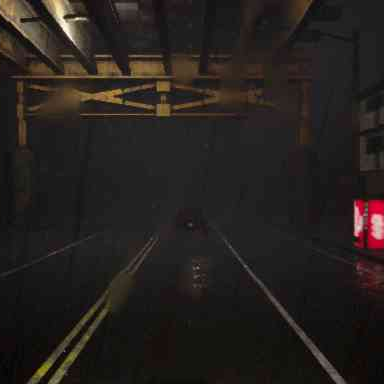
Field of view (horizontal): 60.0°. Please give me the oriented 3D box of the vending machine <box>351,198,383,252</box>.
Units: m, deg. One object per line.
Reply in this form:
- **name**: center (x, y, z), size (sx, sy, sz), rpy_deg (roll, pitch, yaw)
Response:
- **vending machine**: center (7.262, 1.301, 13.574), size (1.100, 2.100, 0.880), rpy_deg (1, 0, -1)

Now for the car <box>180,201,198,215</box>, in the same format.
- **car**: center (-0.327, 1.888, 40.106), size (2.033, 1.411, 5.357), rpy_deg (0, 0, -1)

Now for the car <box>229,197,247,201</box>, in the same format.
- **car**: center (12.325, 1.742, 86.364), size (4.974, 1.542, 2.038), rpy_deg (0, 0, -21)

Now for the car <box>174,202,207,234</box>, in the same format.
- **car**: center (-0.117, 1.662, 20.781), size (1.882, 1.535, 5.008), rpy_deg (0, 0, -1)

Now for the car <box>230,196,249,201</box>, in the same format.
- **car**: center (12.373, 1.584, 86.382), size (4.536, 1.218, 1.853), rpy_deg (0, 0, -21)

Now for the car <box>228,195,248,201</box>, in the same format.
- **car**: center (12.606, 1.730, 90.526), size (4.974, 1.542, 2.038), rpy_deg (0, 0, 24)

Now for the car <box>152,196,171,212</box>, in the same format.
- **car**: center (-4.071, 1.595, 45.246), size (2.150, 2.045, 5.566), rpy_deg (0, 0, -1)
